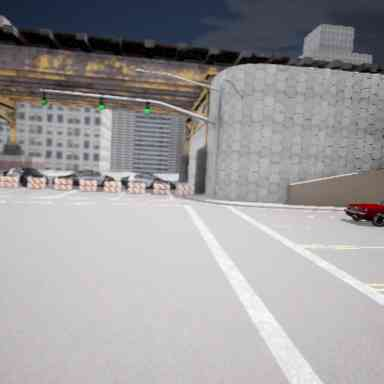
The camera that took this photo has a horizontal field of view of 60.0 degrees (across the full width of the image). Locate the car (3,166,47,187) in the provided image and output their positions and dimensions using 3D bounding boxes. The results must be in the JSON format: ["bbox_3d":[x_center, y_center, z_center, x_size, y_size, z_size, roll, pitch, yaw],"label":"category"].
[{"bbox_3d":[-13.636,-1.352,27.541,4.974,1.542,2.038,7,5,38],"label":"car"}]

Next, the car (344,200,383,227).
[{"bbox_3d":[10.061,0.959,16.286,4.718,1.301,1.895,3,4,-7],"label":"car"}]

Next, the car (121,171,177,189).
[{"bbox_3d":[-3.820,-1.075,29.234,4.536,1.218,1.853,5,5,23],"label":"car"}]

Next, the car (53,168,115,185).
[{"bbox_3d":[-9.006,-1.279,27.985,4.536,1.218,1.853,0,6,-41],"label":"car"}]

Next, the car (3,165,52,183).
[{"bbox_3d":[-13.668,-1.514,27.562,4.536,1.218,1.853,7,5,38],"label":"car"}]

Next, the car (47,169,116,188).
[{"bbox_3d":[-9.053,-1.122,27.962,4.974,1.542,2.038,0,6,-41],"label":"car"}]

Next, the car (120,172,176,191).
[{"bbox_3d":[-3.782,-0.914,29.225,4.974,1.542,2.038,5,5,23],"label":"car"}]
